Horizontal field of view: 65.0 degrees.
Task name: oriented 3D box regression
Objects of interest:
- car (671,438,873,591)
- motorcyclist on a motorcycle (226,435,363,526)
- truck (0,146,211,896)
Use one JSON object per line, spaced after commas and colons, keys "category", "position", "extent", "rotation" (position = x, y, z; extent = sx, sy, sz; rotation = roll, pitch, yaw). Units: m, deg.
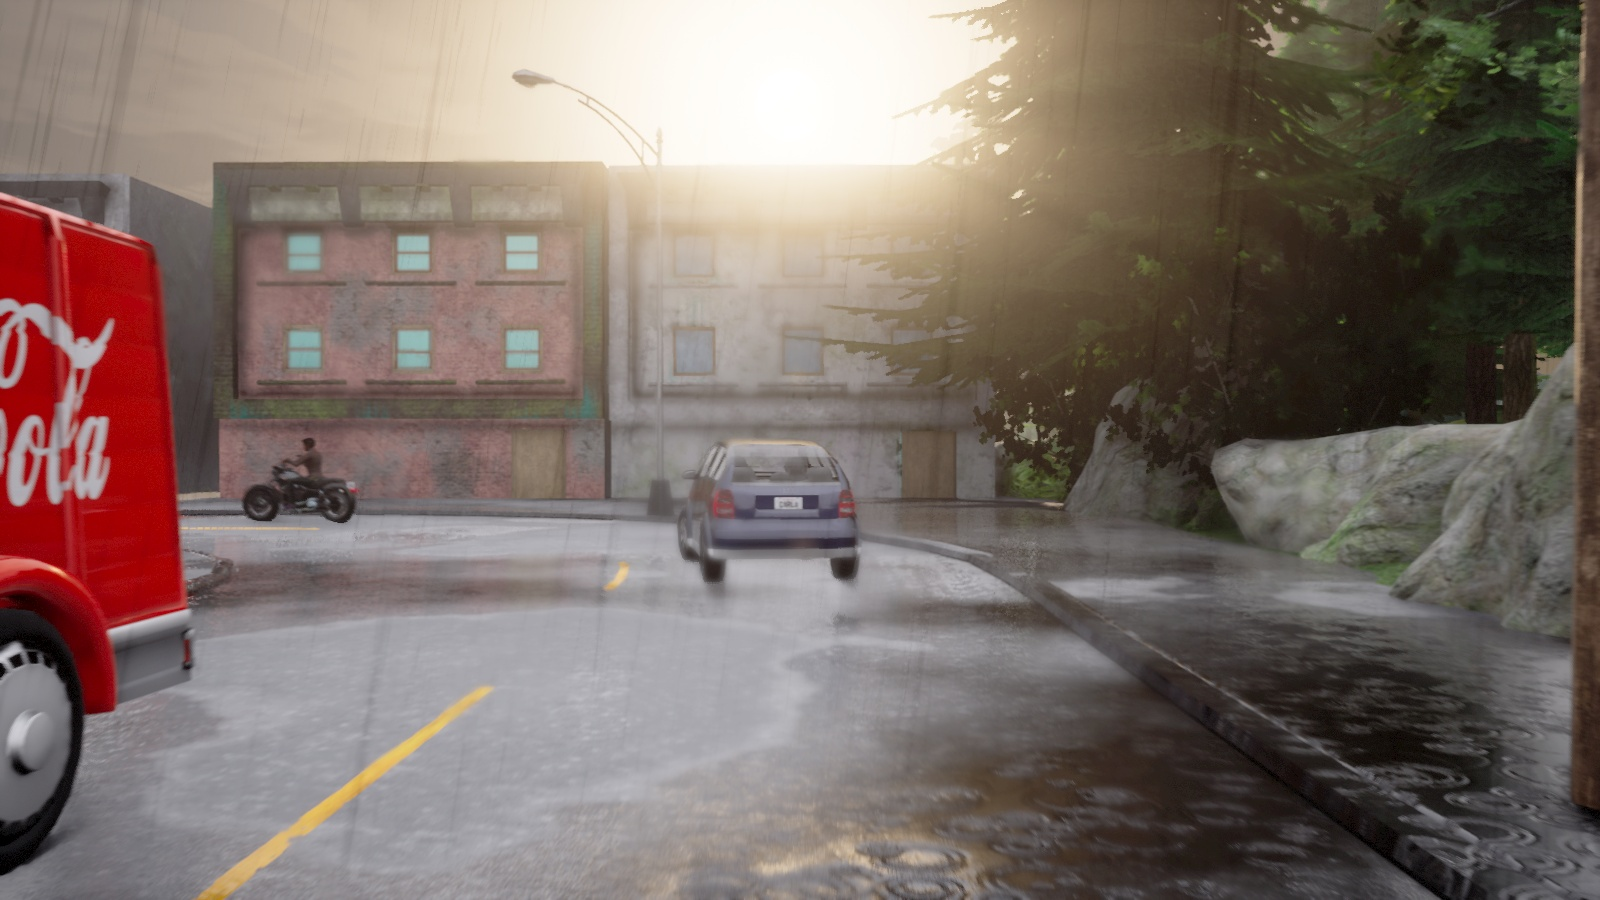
{"category": "car", "position": [-0.462, 0.644, 14.674], "extent": [1.789, 1.549, 3.705], "rotation": [0, 0, -10]}
{"category": "motorcyclist on a motorcycle", "position": [-9.488, 0.559, 23.570], "extent": [2.350, 1.649, 0.766], "rotation": [0, 1, 13]}
{"category": "truck", "position": [-3.958, 0.240, 2.992], "extent": [2.627, 2.467, 5.204], "rotation": [0, 0, 1]}
